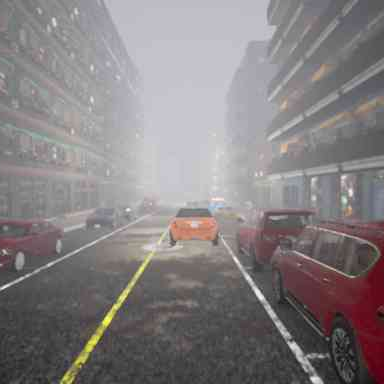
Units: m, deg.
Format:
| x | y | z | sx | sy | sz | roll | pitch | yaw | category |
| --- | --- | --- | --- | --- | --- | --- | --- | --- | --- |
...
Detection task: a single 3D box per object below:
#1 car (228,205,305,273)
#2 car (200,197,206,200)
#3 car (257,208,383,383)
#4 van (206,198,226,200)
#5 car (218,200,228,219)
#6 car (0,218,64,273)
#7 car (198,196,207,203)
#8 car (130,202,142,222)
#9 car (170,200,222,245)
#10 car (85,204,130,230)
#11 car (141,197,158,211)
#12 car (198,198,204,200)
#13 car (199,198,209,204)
| x | y | z | sx | sy | sz | roll | pitch | yaw | category |
| --- | --- | --- | --- | --- | --- | --- | --- | --- | --- |
| 2.673 | 1.371 | 10.876 | 2.192 | 1.841 | 5.009 | -1 | 0 | 0 | car |
| 2.662 | 1.894 | 62.036 | 2.008 | 1.369 | 4.403 | -1 | 0 | 0 | car |
| 2.675 | 1.342 | 5.192 | 2.192 | 1.841 | 5.009 | -1 | 0 | 0 | car |
| 2.667 | 1.519 | 33.615 | 1.690 | 1.788 | 3.998 | -1 | 0 | 0 | van |
| 2.671 | 1.673 | 28.099 | 1.752 | 1.417 | 4.829 | -1 | 0 | 0 | car |
| -5.704 | 1.601 | 10.876 | 1.887 | 1.381 | 4.507 | -1 | 0 | 0 | car |
| 2.654 | 1.923 | 84.776 | 1.967 | 1.590 | 4.097 | -1 | 0 | 0 | car |
| -5.708 | 1.713 | 27.930 | 1.947 | 1.339 | 4.313 | -1 | 0 | 0 | car |
| 0.096 | 1.435 | 16.114 | 2.097 | 1.767 | 4.553 | 0 | 0 | 0 | car |
| -5.706 | 1.682 | 22.245 | 1.947 | 1.339 | 4.313 | -1 | 0 | 0 | car |
| -5.717 | 1.558 | 44.985 | 2.192 | 1.841 | 5.009 | -1 | 0 | 0 | car |
| 0.089 | 1.767 | 40.934 | 2.033 | 1.411 | 5.357 | 0 | 0 | 0 | car |
| 2.659 | 1.957 | 73.406 | 1.887 | 1.381 | 4.507 | -1 | 0 | 0 | car |
